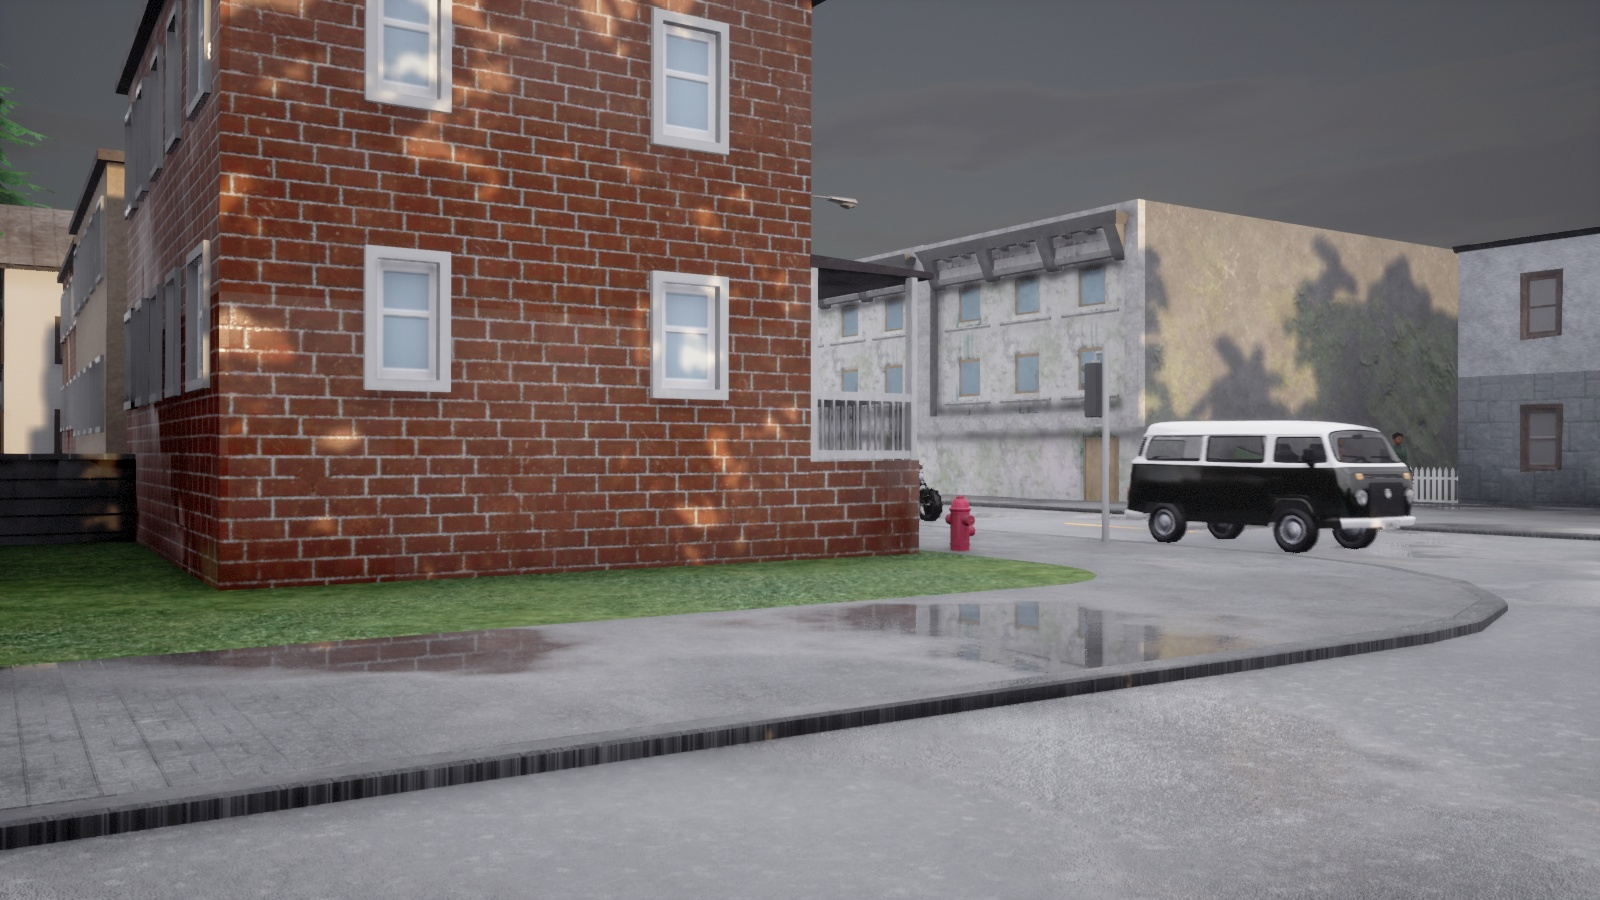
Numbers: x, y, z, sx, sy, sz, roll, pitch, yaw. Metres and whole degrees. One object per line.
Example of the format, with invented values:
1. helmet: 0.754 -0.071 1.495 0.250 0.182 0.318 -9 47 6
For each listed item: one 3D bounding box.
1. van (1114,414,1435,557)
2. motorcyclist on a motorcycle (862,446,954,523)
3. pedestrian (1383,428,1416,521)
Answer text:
1. van: 7.471 0.500 20.223 2.069 2.038 4.480 0 0 -33
2. motorcyclist on a motorcycle: 2.384 0.758 28.072 0.766 1.649 2.350 0 -1 -33
3. pedestrian: 12.145 0.491 25.450 0.353 1.847 0.614 0 0 -3
